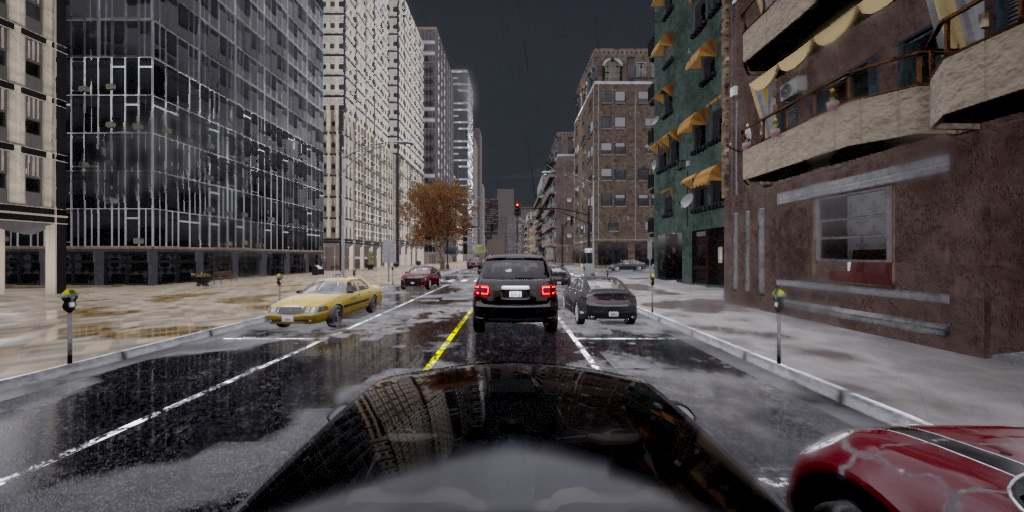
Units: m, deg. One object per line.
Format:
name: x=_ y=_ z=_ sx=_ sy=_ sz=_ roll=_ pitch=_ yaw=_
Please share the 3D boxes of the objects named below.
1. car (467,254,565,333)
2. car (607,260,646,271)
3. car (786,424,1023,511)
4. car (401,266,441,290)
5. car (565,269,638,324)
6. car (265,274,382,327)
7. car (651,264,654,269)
car: x=0.093 y=0.972 z=10.942 sx=2.150 sy=2.045 sz=5.566 roll=0 pitch=0 yaw=0
car: x=13.447 y=1.109 z=42.143 sx=4.403 sy=1.370 sz=2.007 roll=0 pitch=0 yaw=-1
car: x=2.688 y=1.190 z=0.600 sx=1.967 sy=1.591 sz=4.097 roll=0 pitch=0 yaw=0
car: x=-5.685 y=1.299 z=22.733 sx=1.888 sy=1.381 sz=4.507 roll=0 pitch=0 yaw=0
car: x=2.692 y=1.301 z=11.664 sx=2.007 sy=1.370 sz=4.403 roll=0 pitch=0 yaw=0
car: x=-5.689 y=1.276 z=11.498 sx=1.751 sy=1.417 sz=4.829 roll=0 pitch=0 yaw=0
car: x=18.844 y=1.006 z=42.196 sx=4.829 sy=1.417 sz=1.751 roll=0 pitch=0 yaw=-1
